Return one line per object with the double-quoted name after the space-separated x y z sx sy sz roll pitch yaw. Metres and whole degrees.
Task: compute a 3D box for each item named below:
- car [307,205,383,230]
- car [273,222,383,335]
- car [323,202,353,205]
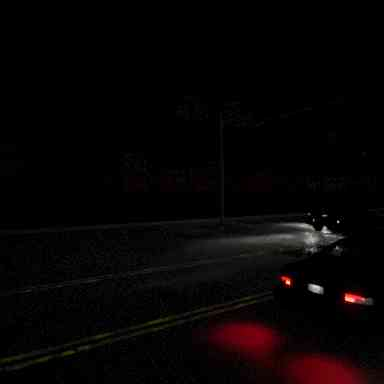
8.836 1.601 18.890 4.718 1.301 1.895 0 0 -35 "car"
3.967 1.547 6.600 5.357 1.411 2.033 0 0 -35 "car"
10.459 1.505 24.346 4.892 1.490 1.837 0 0 -35 "car"
